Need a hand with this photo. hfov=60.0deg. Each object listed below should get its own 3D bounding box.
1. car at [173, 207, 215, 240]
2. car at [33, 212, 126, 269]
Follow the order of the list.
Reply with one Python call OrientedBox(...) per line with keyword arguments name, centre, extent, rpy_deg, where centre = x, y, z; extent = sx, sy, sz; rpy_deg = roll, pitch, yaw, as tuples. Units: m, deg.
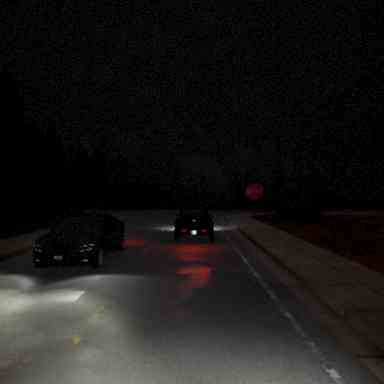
OrientedBox(name="car", centre=(0.096, 1.513, 16.932), extent=(1.837, 1.490, 4.892), rpy_deg=(0, 0, 0))
OrientedBox(name="car", centre=(-3.591, 1.483, 11.437), extent=(1.882, 1.535, 5.008), rpy_deg=(0, 0, 0))
